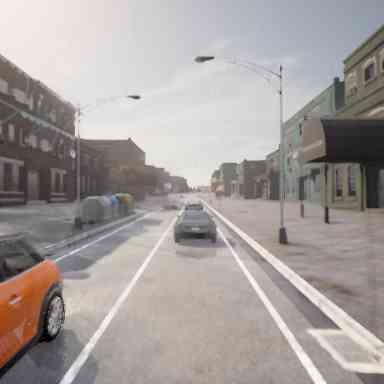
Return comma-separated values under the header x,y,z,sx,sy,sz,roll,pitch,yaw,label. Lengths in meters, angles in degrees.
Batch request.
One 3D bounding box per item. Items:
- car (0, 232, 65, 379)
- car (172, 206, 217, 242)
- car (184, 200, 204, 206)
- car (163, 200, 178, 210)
x,y,z,sx,sy,sz,roll,pitch,yaw,label
-3.089,1.352,3.417,2.097,1.767,4.553,0,0,0,car
0.159,1.586,16.487,1.994,1.385,4.181,0,0,0,car
0.225,1.588,34.047,2.128,1.511,4.902,0,0,0,car
-2.904,1.725,45.418,1.895,1.301,4.718,1,1,0,car
